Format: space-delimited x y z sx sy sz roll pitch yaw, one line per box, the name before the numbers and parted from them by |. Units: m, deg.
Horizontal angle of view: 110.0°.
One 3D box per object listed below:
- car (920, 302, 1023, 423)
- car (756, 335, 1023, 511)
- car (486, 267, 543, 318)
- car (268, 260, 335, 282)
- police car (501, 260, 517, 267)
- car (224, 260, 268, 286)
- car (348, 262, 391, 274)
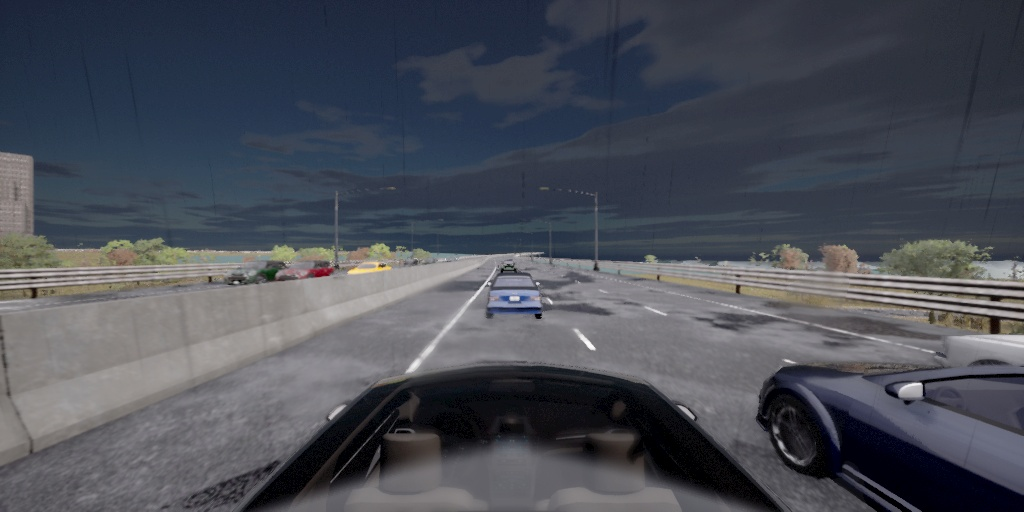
car | 7.094 1.350 3.041 1.895 1.301 4.718 0 0 0
car | 3.592 1.313 2.095 1.994 1.385 4.181 0 0 0
car | 0.059 1.298 13.017 2.033 1.411 5.357 0 0 0
car | -14.266 1.102 24.999 2.097 1.767 4.553 0 0 -1
police car | -0.416 1.241 43.691 2.038 1.542 4.974 0 0 -1
car | -17.770 1.103 25.300 2.097 1.767 4.553 0 0 -1
car | -10.800 1.226 27.472 1.882 1.535 5.008 0 0 -1
